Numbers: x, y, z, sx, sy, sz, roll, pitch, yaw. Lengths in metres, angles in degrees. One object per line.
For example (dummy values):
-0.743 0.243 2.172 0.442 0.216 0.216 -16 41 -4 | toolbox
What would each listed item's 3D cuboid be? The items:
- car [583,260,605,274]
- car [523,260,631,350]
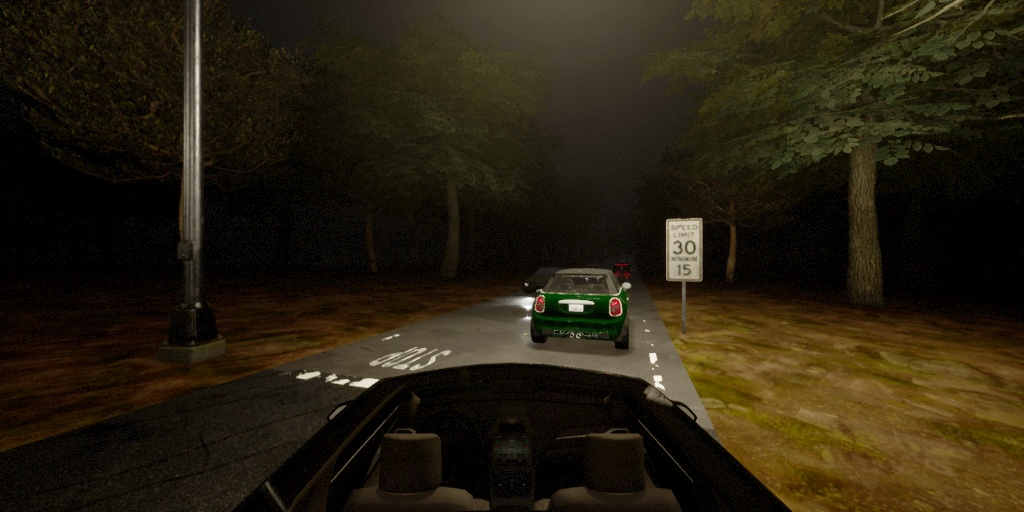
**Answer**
9.725 1.228 42.272 2.033 1.411 5.357 0 0 19 | car
2.003 1.103 9.473 2.097 1.767 4.553 0 0 18 | car
